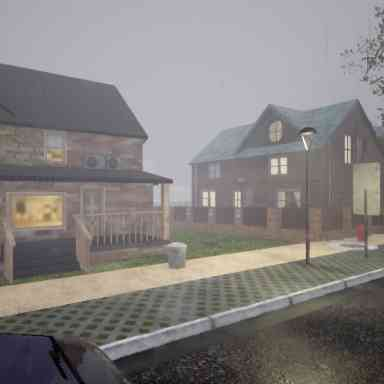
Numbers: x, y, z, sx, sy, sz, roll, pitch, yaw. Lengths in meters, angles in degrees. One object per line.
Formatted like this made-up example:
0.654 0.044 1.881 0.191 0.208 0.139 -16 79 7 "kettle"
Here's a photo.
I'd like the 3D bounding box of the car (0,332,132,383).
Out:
-2.216 1.564 1.491 4.181 1.385 1.994 0 0 -35 "car"
